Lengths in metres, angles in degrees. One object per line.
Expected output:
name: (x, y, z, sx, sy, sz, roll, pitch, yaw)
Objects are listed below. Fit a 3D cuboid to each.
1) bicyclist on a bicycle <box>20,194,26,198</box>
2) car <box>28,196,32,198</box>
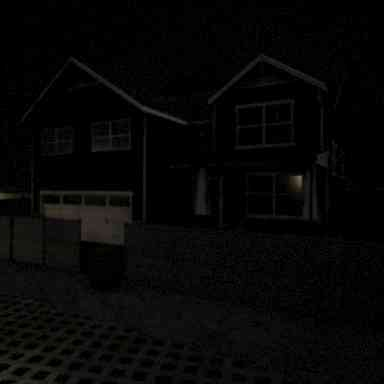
bicyclist on a bicycle: (-14.267, 1.013, 28.118, 1.656, 1.620, 0.582, 0, 1, 23)
car: (-16.396, 0.770, 38.450, 2.150, 2.045, 5.566, 0, 1, 21)
